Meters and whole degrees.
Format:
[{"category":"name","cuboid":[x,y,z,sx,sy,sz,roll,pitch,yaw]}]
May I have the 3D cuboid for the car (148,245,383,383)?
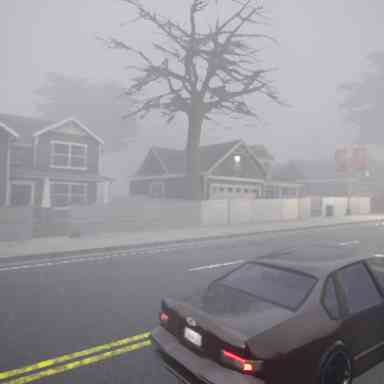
[{"category":"car","cuboid":[2.048,1.535,4.901,5.357,1.411,2.033,0,0,-36]}]
